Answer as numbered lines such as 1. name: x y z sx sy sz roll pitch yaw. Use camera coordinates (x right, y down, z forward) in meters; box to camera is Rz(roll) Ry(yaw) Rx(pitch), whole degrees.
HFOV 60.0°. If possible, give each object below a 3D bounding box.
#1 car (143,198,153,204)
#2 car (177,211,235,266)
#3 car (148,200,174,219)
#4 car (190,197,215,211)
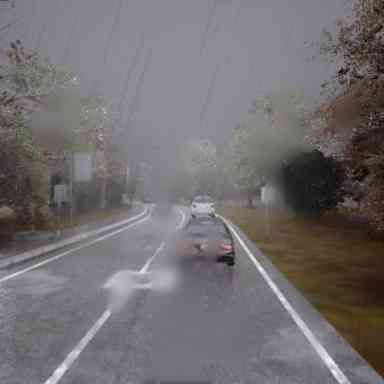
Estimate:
1. car: -9.455 1.947 72.262 1.994 1.385 4.181 2 -1 -17
2. car: 0.497 1.634 11.920 2.033 1.411 5.357 0 0 2
3. car: -2.665 1.778 31.863 2.033 1.411 5.357 0 0 -1
4. car: 0.999 1.474 32.615 2.150 2.045 5.566 0 0 -1
